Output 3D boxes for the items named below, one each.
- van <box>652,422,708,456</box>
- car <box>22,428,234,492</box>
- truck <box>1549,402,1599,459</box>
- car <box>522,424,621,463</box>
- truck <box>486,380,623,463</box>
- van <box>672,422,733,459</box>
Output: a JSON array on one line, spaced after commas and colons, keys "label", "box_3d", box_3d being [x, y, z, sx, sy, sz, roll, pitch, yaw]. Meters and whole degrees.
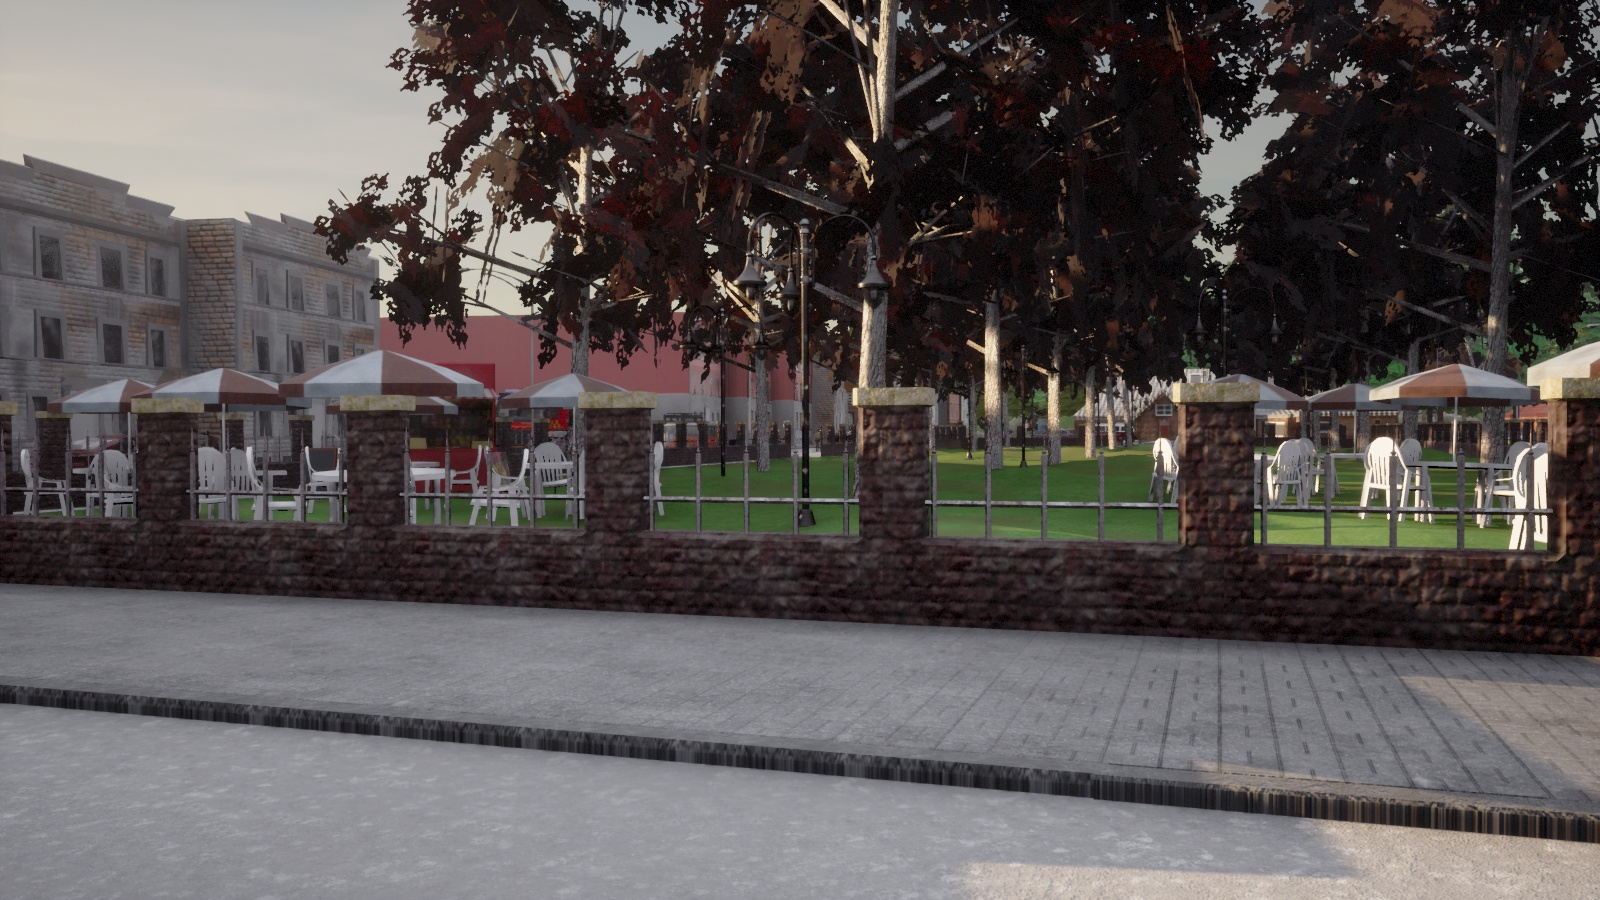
[{"label": "van", "box_3d": [-7.291, -0.675, 76.641, 1.775, 1.987, 4.442, 1, 1, 18]}, {"label": "car", "box_3d": [-17.554, 0.208, 33.134, 1.882, 1.535, 5.008, 1, 1, 18]}, {"label": "truck", "box_3d": [49.726, -1.235, 79.097, 2.891, 3.462, 7.936, 1, 1, 20]}, {"label": "car", "box_3d": [-10.058, -0.324, 55.690, 2.152, 1.651, 5.027, 1, 1, 18]}, {"label": "truck", "box_3d": [-12.008, -1.384, 62.475, 2.891, 3.827, 8.468, 1, 1, 18]}, {"label": "van", "box_3d": [-5.358, -0.558, 69.798, 1.775, 1.987, 4.442, 1, 1, 18]}]
